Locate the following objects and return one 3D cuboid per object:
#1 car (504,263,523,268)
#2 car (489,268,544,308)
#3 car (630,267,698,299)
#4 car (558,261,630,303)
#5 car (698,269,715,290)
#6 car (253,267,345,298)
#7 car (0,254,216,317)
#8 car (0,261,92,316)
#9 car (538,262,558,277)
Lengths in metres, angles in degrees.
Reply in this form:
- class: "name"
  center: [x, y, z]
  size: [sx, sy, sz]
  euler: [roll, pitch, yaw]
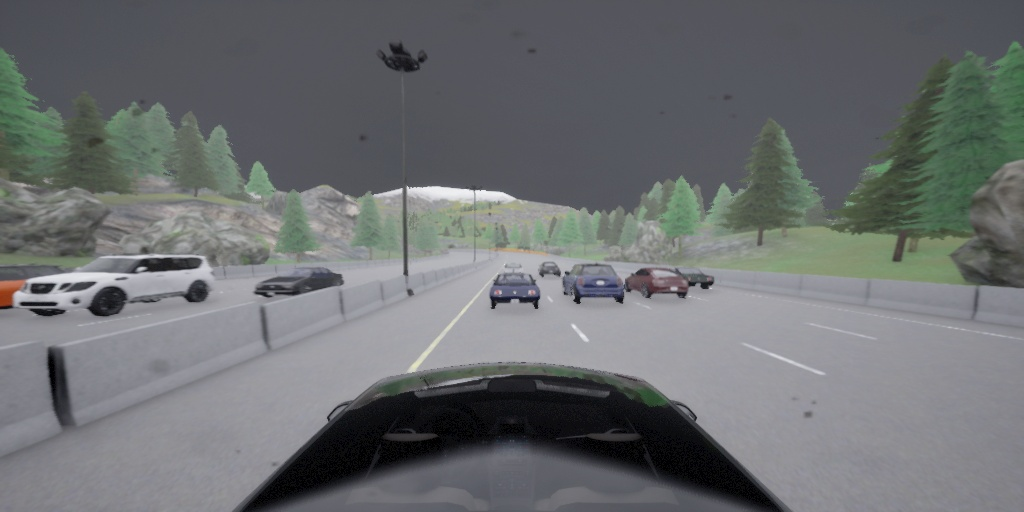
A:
- class: "car"
  center: [0.114, 1.342, 34.216]
  size: [1.895, 1.301, 4.718]
  euler: [0, 0, 0]
- class: "car"
  center: [0.105, 1.339, 15.072]
  size: [1.895, 1.301, 4.718]
  euler: [0, 0, 0]
- class: "car"
  center: [7.107, 1.272, 18.014]
  size: [1.812, 1.442, 4.674]
  euler: [0, 0, 0]
- class: "car"
  center: [3.607, 1.096, 16.725]
  size: [2.097, 1.767, 4.553]
  euler: [0, 0, 0]
- class: "car"
  center: [10.609, 1.352, 22.643]
  size: [1.895, 1.301, 4.718]
  euler: [0, 0, 0]
- class: "car"
  center: [-10.573, 1.273, 18.410]
  size: [2.033, 1.411, 5.357]
  euler: [0, 0, 0]
- class: "car"
  center: [-14.088, 0.943, 13.404]
  size: [2.150, 2.045, 5.566]
  euler: [0, 0, 0]
- class: "car"
  center: [-17.589, 1.068, 11.840]
  size: [2.097, 1.767, 4.553]
  euler: [0, 0, 0]
- class: "car"
  center: [3.615, 1.271, 35.286]
  size: [1.812, 1.442, 4.674]
  euler: [0, 0, 0]
